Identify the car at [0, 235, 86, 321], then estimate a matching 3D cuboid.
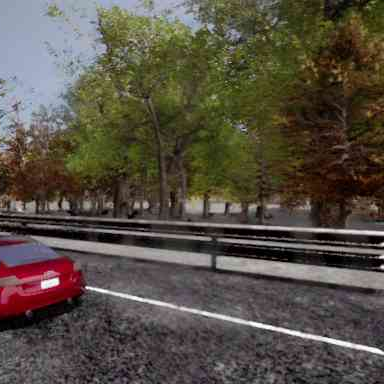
[{"bbox_3d":[-4.242,1.643,7.131,4.181,1.385,1.994,-1,0,34],"label":"car"}]
